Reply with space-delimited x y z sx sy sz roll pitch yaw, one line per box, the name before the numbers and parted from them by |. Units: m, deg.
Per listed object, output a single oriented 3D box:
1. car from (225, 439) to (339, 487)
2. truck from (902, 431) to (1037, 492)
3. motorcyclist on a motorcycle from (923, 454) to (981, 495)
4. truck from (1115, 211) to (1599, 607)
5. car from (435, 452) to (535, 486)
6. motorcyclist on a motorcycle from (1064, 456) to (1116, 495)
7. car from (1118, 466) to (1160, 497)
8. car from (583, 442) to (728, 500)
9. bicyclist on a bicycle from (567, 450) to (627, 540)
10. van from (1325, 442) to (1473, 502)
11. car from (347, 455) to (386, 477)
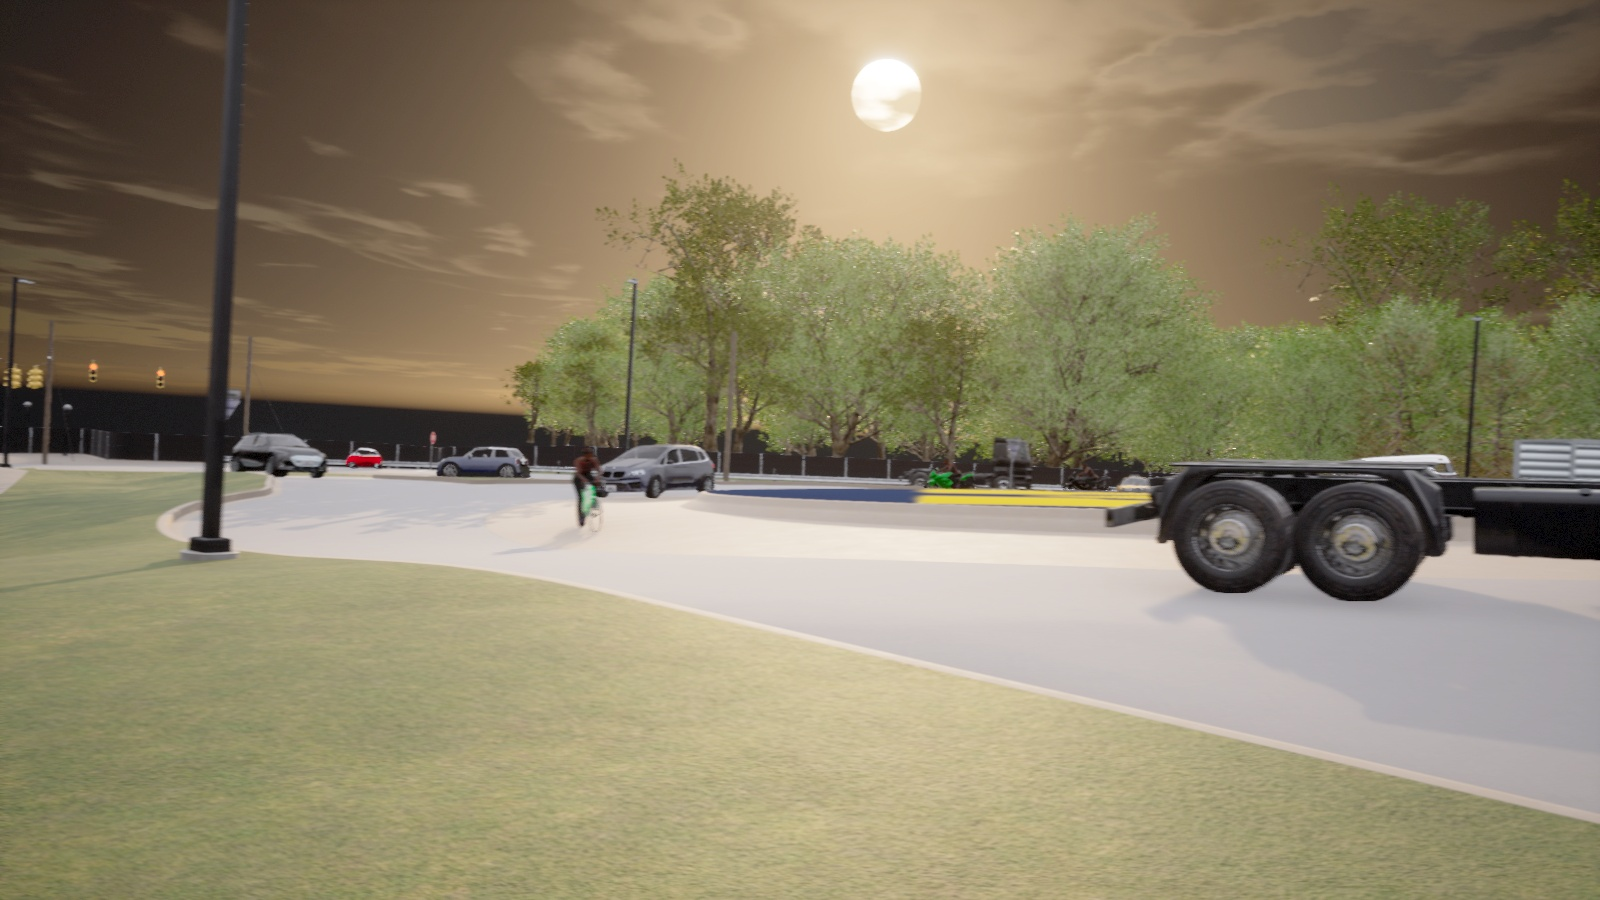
car | -18.877 0.514 45.662 4.856 1.649 2.033 -1 -2 43
truck | 10.287 0.662 76.730 7.936 3.462 2.891 1 1 5
motorcyclist on a motorcycle | 5.784 0.936 47.705 2.044 1.523 0.797 0 -1 -8
truck | 7.459 -0.381 12.369 7.936 3.462 2.891 0 1 29
car | -13.725 0.813 54.882 3.806 1.475 1.970 0 -1 6
motorcyclist on a motorcycle | 12.042 1.059 52.262 2.044 1.523 0.797 1 1 10
car | 18.052 1.722 67.032 1.801 1.575 5.366 0 -2 11
car | -4.422 0.652 39.117 2.242 1.667 4.611 -2 -1 28
bicyclist on a bicycle | -3.964 0.846 24.407 0.582 1.620 1.656 -4 3 -26
van | 22.216 0.842 46.737 2.069 2.038 4.480 0 -3 -31
car | -28.471 1.050 82.463 2.207 1.376 1.481 1 0 -10
